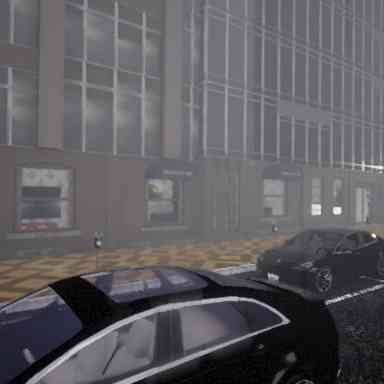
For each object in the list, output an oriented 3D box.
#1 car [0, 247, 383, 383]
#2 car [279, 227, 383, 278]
[{"bbox_3d":[-0.743,1.508,2.800,4.902,1.511,2.128,1,-1,-35],"label":"car"},{"bbox_3d":[3.688,1.652,8.994,4.313,1.339,1.947,1,0,-35],"label":"car"}]
